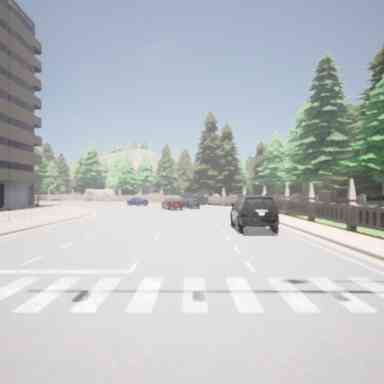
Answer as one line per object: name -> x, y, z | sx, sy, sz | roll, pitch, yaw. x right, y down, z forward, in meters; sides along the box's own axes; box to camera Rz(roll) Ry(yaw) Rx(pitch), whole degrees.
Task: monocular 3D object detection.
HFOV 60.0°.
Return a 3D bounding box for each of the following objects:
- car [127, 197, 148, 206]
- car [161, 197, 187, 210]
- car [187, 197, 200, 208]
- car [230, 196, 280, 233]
car -> -8.806, 1.524, 53.817 | 1.812, 1.442, 4.674 | 0, 0, -41
car -> -2.607, 1.476, 42.365 | 1.882, 1.535, 5.008 | 0, 0, -19
car -> -0.557, 1.489, 46.537 | 2.128, 1.511, 4.902 | 0, 0, -23
car -> 3.598, 1.220, 19.828 | 2.150, 2.045, 5.566 | 0, 0, 0
